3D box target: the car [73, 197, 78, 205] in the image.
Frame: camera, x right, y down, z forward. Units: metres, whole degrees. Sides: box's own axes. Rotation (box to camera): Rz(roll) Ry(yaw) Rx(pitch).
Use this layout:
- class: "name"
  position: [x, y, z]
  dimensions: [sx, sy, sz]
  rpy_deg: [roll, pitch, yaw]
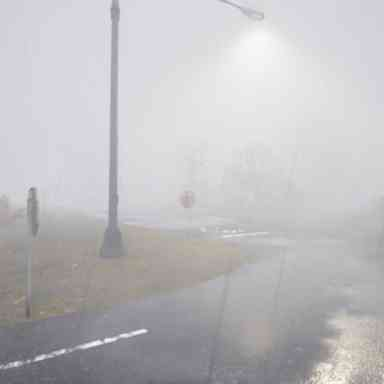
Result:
- class: "car"
  position: [-19.494, 1.564, 58.489]
  dimensions: [2.128, 1.511, 4.902]
  rpy_deg: [1, 0, -33]

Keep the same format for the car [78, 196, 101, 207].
- class: "car"
  position: [-16.292, 1.429, 53.734]
  dimensions: [2.097, 1.767, 4.553]
  rpy_deg: [1, 0, -33]
